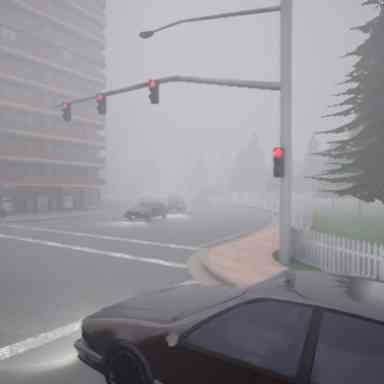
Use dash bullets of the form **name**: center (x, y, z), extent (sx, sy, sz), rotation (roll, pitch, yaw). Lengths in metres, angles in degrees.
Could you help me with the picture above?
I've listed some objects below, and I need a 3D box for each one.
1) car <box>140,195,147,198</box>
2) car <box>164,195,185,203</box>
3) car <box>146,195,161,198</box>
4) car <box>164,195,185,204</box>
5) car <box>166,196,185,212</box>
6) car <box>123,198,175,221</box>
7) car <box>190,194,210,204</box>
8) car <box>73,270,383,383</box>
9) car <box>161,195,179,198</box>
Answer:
- **car**: center (-8.993, 1.336, 66.886), extent (4.181, 1.385, 1.994), rotation (0, 0, 44)
- **car**: center (-3.543, 1.318, 65.763), extent (1.812, 1.442, 4.674), rotation (0, 0, -39)
- **car**: center (-5.572, 1.409, 55.479), extent (1.895, 1.301, 4.718), rotation (0, 0, -25)
- **car**: center (-3.178, 1.335, 58.384), extent (1.812, 1.442, 4.674), rotation (0, 0, -28)
- **car**: center (-1.794, 1.463, 36.014), extent (1.895, 1.301, 4.718), rotation (0, 0, 3)
- **car**: center (-3.458, 1.425, 26.522), extent (2.033, 1.411, 5.357), rotation (0, 0, 17)
- **car**: center (1.293, 1.178, 57.048), extent (2.097, 1.767, 4.553), rotation (0, 0, -23)
- **car**: center (1.188, 1.545, 3.149), extent (5.357, 1.411, 2.033), rotation (0, 0, 36)
- **car**: center (-2.542, 1.190, 45.800), extent (2.097, 1.767, 4.553), rotation (0, 0, -12)
